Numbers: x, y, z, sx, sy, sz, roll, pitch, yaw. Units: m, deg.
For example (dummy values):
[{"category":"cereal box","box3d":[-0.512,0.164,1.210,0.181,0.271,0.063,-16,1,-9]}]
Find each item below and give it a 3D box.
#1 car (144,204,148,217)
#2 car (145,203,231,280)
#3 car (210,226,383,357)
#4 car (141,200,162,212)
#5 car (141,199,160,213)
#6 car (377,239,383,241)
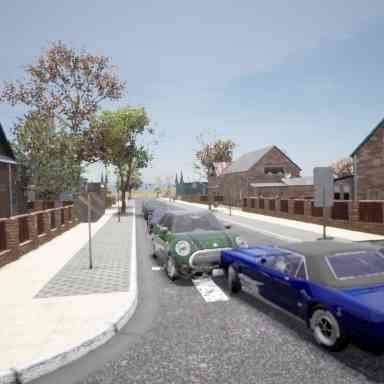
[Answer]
[{"category":"car","box3d":[-1.648,1.620,20.005,1.994,1.385,4.181,-2,0,-10]},{"category":"car","box3d":[0.038,1.388,10.260,2.097,1.767,4.553,-2,0,-16]},{"category":"car","box3d":[2.220,1.578,6.256,1.895,1.301,4.718,-1,1,-20]},{"category":"car","box3d":[-3.387,1.558,30.028,1.882,1.535,5.008,-2,0,-10]},{"category":"car","box3d":[-5.153,1.652,40.360,2.033,1.411,5.357,-2,0,-10]},{"category":"car","box3d":[5.558,1.436,7.053,5.357,1.411,2.033,-1,0,41]}]
